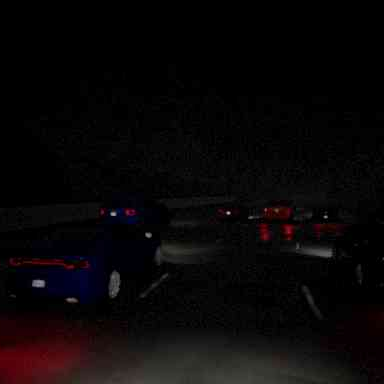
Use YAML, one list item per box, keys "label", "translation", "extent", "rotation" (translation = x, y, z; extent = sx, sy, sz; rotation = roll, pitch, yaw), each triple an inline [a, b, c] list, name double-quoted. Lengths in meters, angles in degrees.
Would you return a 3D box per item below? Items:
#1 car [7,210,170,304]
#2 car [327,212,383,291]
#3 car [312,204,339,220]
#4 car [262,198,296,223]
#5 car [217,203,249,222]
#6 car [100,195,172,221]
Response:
- label: "car"
  translation: [-2.193, 1.453, 8.261]
  extent: [1.882, 1.535, 5.008]
  rotation: [0, 0, 12]
- label: "car"
  translation: [5.053, 1.524, 8.801]
  extent: [1.837, 1.490, 4.892]
  rotation: [0, 0, 13]
- label: "car"
  translation: [11.051, 1.631, 27.808]
  extent: [1.895, 1.301, 4.718]
  rotation: [0, 0, 19]
- label: "car"
  translation: [6.763, 1.359, 25.964]
  extent: [2.097, 1.767, 4.553]
  rotation: [0, 0, 18]
- label: "car"
  translation: [3.379, 1.549, 26.884]
  extent: [1.994, 1.385, 4.181]
  rotation: [0, 0, 18]
- label: "car"
  translation: [-3.014, 1.178, 18.864]
  extent: [2.150, 2.045, 5.566]
  rotation: [0, 0, 18]
